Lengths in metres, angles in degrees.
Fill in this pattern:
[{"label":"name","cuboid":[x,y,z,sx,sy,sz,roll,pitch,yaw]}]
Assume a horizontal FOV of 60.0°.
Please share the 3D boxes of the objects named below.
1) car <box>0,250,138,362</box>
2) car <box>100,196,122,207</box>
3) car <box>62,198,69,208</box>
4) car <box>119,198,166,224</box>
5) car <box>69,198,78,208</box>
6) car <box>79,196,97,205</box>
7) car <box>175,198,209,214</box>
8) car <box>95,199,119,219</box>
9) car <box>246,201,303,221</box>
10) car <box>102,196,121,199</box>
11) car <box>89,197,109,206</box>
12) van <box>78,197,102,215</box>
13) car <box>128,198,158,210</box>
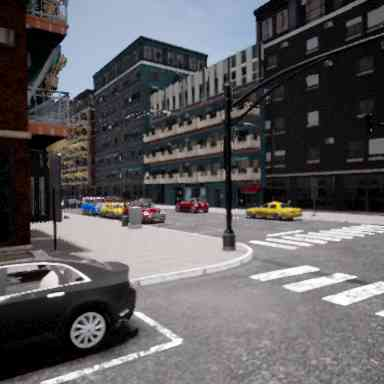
[{"label":"car","cuboid":[-2.907,1.550,4.500,4.403,1.369,2.008,0,-1,-35]},{"label":"car","cuboid":[-12.943,1.414,52.879,1.967,1.590,4.097,-2,1,-36]},{"label":"car","cuboid":[-19.758,1.577,48.005,1.967,1.590,4.097,-2,1,-36]},{"label":"car","cuboid":[-3.657,1.501,25.501,1.967,1.590,4.097,-2,1,-36]},{"label":"car","cuboid":[-18.327,1.667,50.633,2.033,1.411,5.357,-1,1,-36]},{"label":"car","cuboid":[-19.382,1.558,61.883,2.008,1.369,4.403,-2,1,-36]},{"label":"car","cuboid":[-0.062,1.353,34.876,1.967,1.590,4.097,-2,1,-36]},{"label":"car","cuboid":[-6.776,1.600,29.864,1.752,1.417,4.829,-2,1,-36]},{"label":"car","cuboid":[6.280,1.409,26.013,1.752,1.417,4.829,-2,1,-36]},{"label":"car","cuboid":[-7.358,1.389,35.128,2.097,1.767,4.553,-1,1,-36]},{"label":"car","cuboid":[-16.161,1.556,57.382,1.947,1.339,4.313,-2,1,-36]},{"label":"van","cuboid":[-10.099,1.432,34.501,1.690,1.788,3.998,-2,1,-36]},{"label":"car","cuboid":[-6.501,1.493,43.879,2.008,1.369,4.403,-2,1,-36]}]
